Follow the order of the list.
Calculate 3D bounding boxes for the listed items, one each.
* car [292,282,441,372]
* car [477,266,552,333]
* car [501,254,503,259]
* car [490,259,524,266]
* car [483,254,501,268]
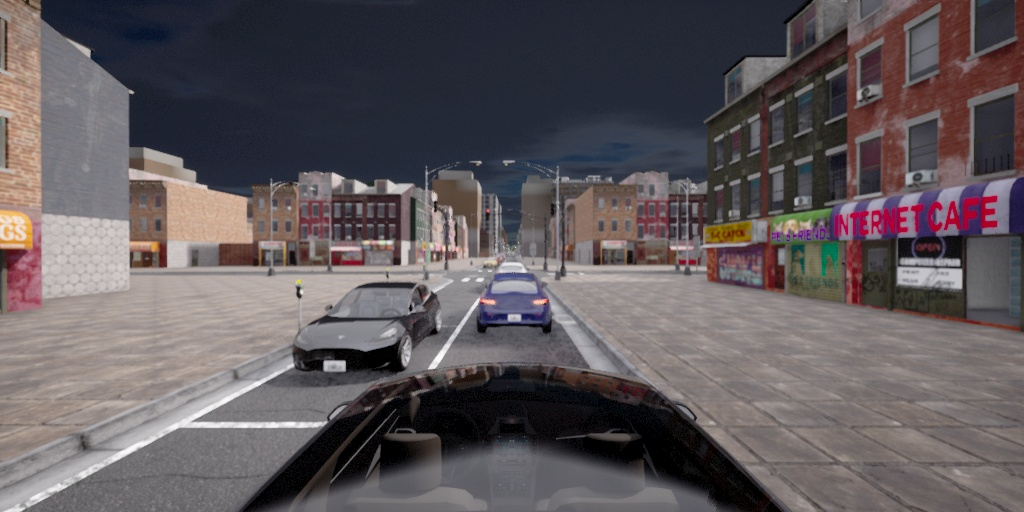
[{"bbox_3d":[-2.647,1.241,7.523,1.948,1.339,4.313,0,0,0],"label":"car"},{"bbox_3d":[0.066,1.168,10.194,1.812,1.442,4.674,0,1,0],"label":"car"},{"bbox_3d":[-2.714,0.718,50.893,1.888,1.381,4.507,0,0,0],"label":"car"},{"bbox_3d":[-0.009,1.056,19.328,1.812,1.442,4.674,0,1,0],"label":"car"},{"bbox_3d":[-2.705,0.758,45.119,1.751,1.417,4.829,0,0,0],"label":"car"}]
